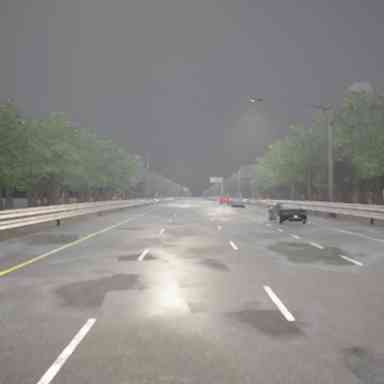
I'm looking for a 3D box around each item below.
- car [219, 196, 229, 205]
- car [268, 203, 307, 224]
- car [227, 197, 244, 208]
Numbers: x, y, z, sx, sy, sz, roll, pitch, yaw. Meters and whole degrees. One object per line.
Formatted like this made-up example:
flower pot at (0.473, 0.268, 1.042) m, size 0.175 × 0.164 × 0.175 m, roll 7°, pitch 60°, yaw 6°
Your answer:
car at (7.295, 1.816, 75.416) m, size 2.150 × 2.045 × 5.566 m, roll 0°, pitch -1°, yaw 0°
car at (7.030, 1.545, 24.930) m, size 1.882 × 1.535 × 5.008 m, roll 0°, pitch -1°, yaw 0°
car at (7.144, 1.866, 53.217) m, size 1.994 × 1.385 × 4.181 m, roll 0°, pitch -1°, yaw 0°
